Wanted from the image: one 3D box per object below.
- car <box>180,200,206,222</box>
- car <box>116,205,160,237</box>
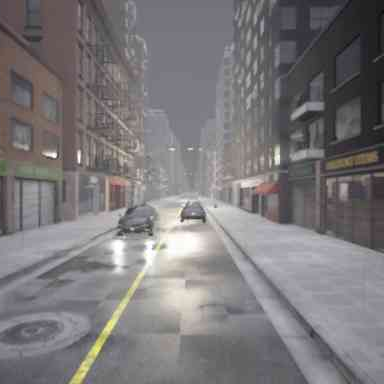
[{"bbox_3d":[0.102,1.572,26.594,1.994,1.385,4.181,0,0,0],"label":"car"},{"bbox_3d":[-2.829,1.510,18.250,1.837,1.490,4.892,0,0,0],"label":"car"}]
